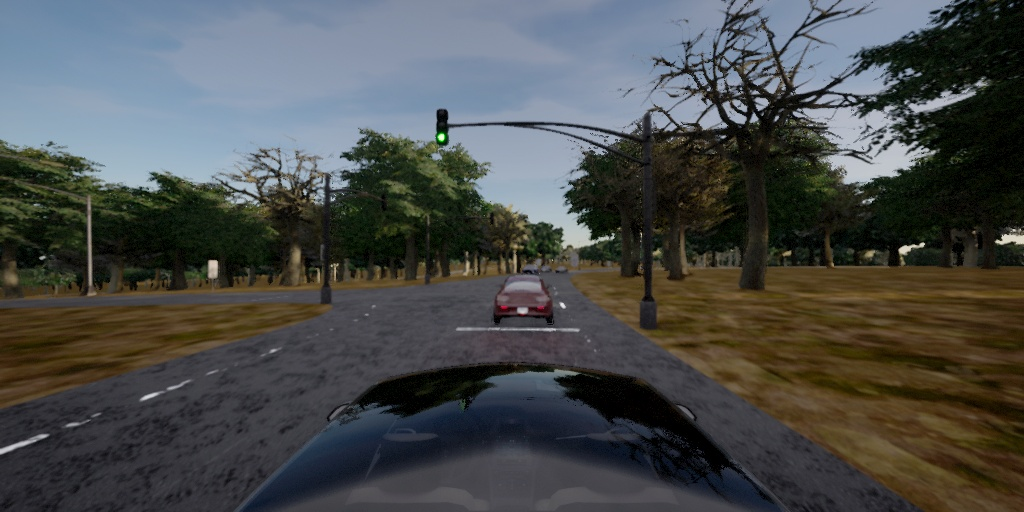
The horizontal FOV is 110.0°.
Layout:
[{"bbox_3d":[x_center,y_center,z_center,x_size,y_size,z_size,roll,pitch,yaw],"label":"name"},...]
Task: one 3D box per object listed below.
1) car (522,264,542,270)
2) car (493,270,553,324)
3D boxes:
[{"bbox_3d":[2.918,2.110,57.049,2.097,1.767,4.553,0,-1,13],"label":"car"},{"bbox_3d":[0.418,1.372,12.313,1.812,1.442,4.674,0,-1,3],"label":"car"}]
